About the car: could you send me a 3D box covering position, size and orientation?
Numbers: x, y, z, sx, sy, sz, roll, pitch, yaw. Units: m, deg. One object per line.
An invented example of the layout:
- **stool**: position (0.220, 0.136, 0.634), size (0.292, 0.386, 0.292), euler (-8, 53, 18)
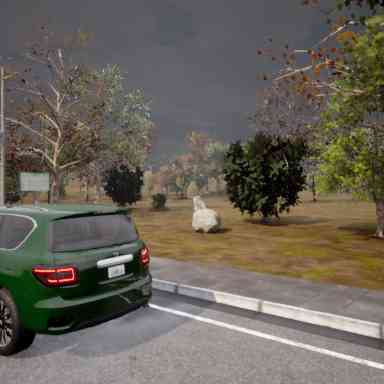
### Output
- **car**: position (-3.265, 1.221, 6.299), size (5.566, 2.045, 2.150), euler (0, 0, 35)
